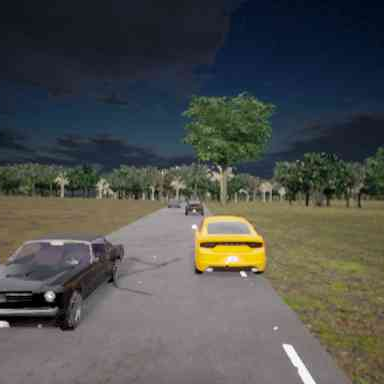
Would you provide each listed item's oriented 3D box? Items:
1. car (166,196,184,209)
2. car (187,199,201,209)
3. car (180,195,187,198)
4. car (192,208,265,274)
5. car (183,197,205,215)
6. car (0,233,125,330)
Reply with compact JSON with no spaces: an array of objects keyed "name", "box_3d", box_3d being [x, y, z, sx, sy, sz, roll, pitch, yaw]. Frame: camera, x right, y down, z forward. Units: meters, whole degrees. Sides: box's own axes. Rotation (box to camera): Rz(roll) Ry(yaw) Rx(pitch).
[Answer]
[{"name":"car","box_3d":[-2.553,1.661,47.786,1.837,1.490,4.892,0,0,0]},{"name":"car","box_3d":[0.329,1.761,48.299,1.895,1.301,4.718,0,0,1]},{"name":"car","box_3d":[-2.228,1.750,85.524,2.150,2.045,5.566,0,-1,0]},{"name":"car","box_3d":[1.025,1.515,10.726,1.882,1.535,5.008,0,0,0]},{"name":"car","box_3d":[0.264,1.597,34.767,1.837,1.490,4.892,0,0,1]},{"name":"car","box_3d":[-2.809,1.627,7.054,1.895,1.301,4.718,0,0,0]}]
